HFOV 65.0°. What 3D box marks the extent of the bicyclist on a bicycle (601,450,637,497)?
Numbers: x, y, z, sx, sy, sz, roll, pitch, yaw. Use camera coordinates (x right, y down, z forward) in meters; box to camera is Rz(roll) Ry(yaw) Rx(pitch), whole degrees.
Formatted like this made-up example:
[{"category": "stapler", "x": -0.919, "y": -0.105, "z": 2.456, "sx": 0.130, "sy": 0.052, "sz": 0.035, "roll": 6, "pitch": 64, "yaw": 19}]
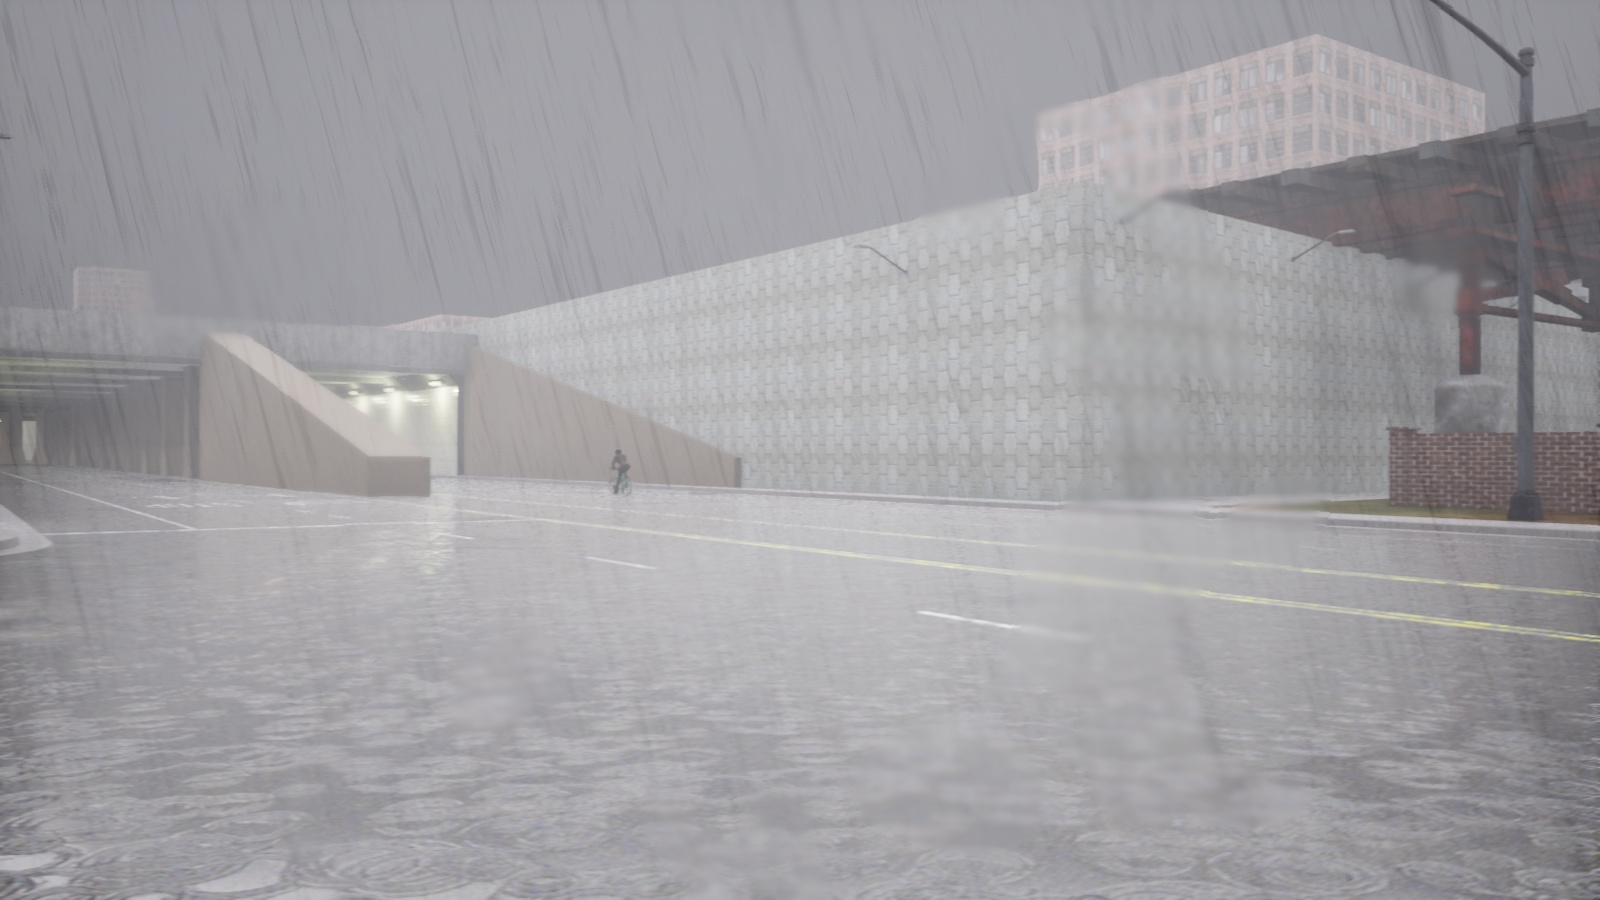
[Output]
[{"category": "bicyclist on a bicycle", "x": -6.356, "y": 0.828, "z": 43.993, "sx": 0.582, "sy": 1.620, "sz": 1.656, "roll": 0, "pitch": -1, "yaw": -35}]
